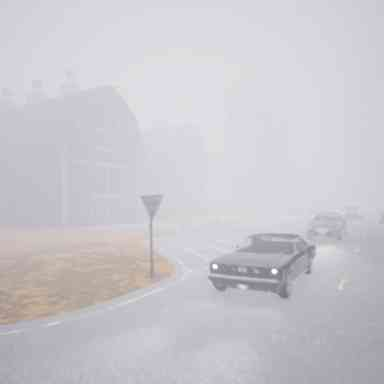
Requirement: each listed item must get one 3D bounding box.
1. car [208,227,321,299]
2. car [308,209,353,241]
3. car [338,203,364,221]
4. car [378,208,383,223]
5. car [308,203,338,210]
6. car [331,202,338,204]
[{"bbox_3d":[2.231,1.896,9.521,1.895,1.301,4.718,-2,-2,29],"label":"car"},{"bbox_3d":[8.312,2.031,20.311,2.128,1.511,4.902,-2,-2,29],"label":"car"},{"bbox_3d":[18.074,2.286,37.446,2.097,1.767,4.553,-2,-2,29],"label":"car"},{"bbox_3d":[19.478,2.215,32.599,1.882,1.535,5.008,-2,-2,29],"label":"car"},{"bbox_3d":[21.029,2.993,53.989,4.181,1.381,1.994,-2,-2,29],"label":"car"},{"bbox_3d":[36.809,3.602,82.979,3.988,1.617,1.851,-2,-2,29],"label":"car"}]
